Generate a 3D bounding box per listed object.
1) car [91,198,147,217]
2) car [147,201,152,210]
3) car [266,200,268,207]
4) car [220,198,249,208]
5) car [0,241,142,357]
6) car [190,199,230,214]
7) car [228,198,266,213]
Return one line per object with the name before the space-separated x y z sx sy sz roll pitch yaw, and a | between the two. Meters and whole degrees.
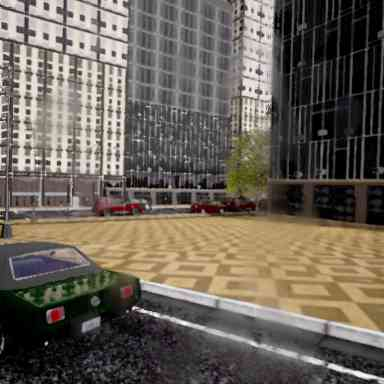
car | -7.500 1.506 33.194 5.009 1.841 2.192 1 1 -34
car | -7.273 1.551 42.903 4.403 1.369 2.008 1 1 -34
car | 11.442 1.808 55.706 4.206 1.307 1.802 1 1 -34
car | 6.763 1.736 52.505 4.313 1.339 1.947 1 1 -34
car | -3.220 1.566 5.982 4.718 1.301 1.895 0 0 36
car | 1.852 1.848 39.600 4.507 1.381 1.887 1 1 -34
car | 6.536 1.675 42.796 5.009 1.841 2.192 1 1 -34
